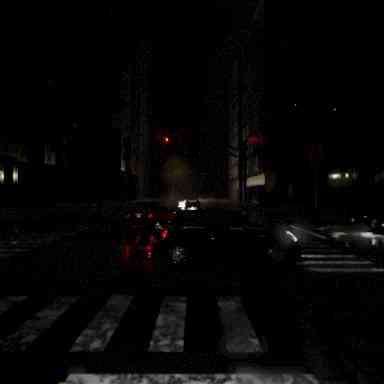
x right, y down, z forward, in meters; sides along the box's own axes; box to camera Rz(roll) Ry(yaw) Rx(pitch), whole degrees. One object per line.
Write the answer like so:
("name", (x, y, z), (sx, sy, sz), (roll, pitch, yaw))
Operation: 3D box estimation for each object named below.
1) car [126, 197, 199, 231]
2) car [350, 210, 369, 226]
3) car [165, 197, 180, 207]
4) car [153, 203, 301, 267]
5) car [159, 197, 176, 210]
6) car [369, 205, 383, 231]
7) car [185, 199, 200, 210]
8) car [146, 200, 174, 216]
("car", (-1.753, 1.361, 19.897), (2.097, 1.767, 4.553), (0, 0, 33))
("car", (12.592, 1.507, 20.924), (4.902, 1.511, 2.128), (0, 0, 0))
("car", (-3.094, 1.520, 53.726), (2.128, 1.511, 4.902), (0, 0, 0))
("car", (1.189, 1.359, 11.008), (4.553, 1.767, 2.097), (0, 0, 0))
("car", (-3.129, 1.500, 43.564), (1.882, 1.535, 5.008), (0, 0, 0))
("car", (12.157, 1.583, 17.674), (4.181, 1.385, 1.994), (0, 0, 0))
("car", (0.041, 1.623, 43.527), (1.895, 1.301, 4.718), (0, 0, 0))
("car", (-3.111, 1.565, 33.761), (2.033, 1.411, 5.357), (0, 0, 4))
